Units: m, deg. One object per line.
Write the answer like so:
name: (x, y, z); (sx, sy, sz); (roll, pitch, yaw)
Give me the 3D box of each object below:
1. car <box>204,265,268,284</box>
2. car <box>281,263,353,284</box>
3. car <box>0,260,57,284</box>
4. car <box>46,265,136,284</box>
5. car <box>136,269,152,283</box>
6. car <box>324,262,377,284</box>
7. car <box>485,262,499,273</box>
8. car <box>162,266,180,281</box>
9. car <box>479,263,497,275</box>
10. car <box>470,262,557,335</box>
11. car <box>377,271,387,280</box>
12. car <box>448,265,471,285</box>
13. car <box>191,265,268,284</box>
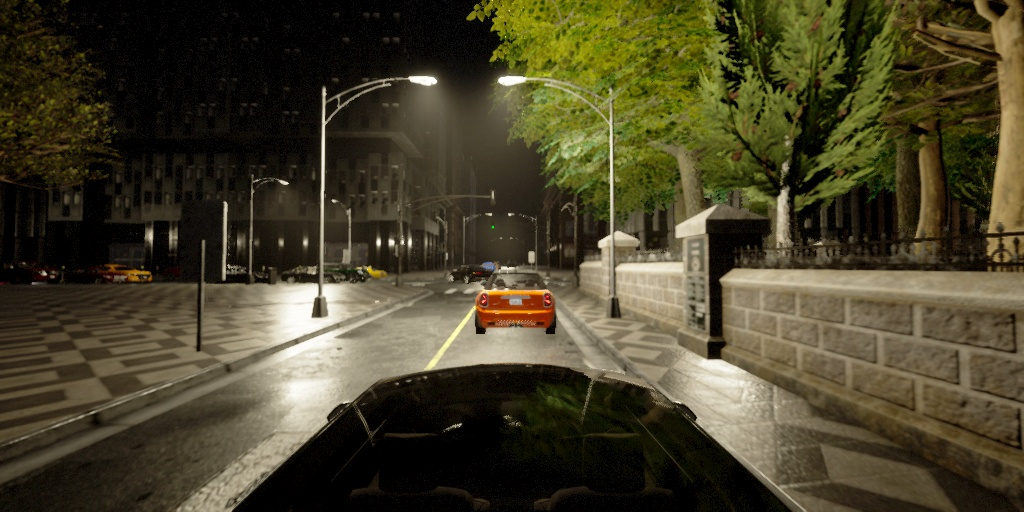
car: (-20.164, 1.471, 26.595); (4.313, 1.339, 1.948); (0, 0, 0)
car: (-14.651, 1.448, 26.568); (4.403, 1.370, 2.007); (0, 0, 0)
car: (-36.703, 1.242, 26.677); (5.009, 1.841, 2.192); (0, 0, 0)
car: (-31.190, 1.502, 26.650); (4.207, 1.307, 1.802); (0, 0, 0)
car: (-32.485, 1.477, 29.348); (5.008, 1.535, 1.882); (0, -2, 0)
car: (-13.896, 1.326, 29.250); (4.553, 1.767, 2.097); (0, -2, 0)
car: (-3.107, 1.744, 56.276); (1.882, 1.535, 5.008); (0, -1, 0)
car: (-31.155, 1.481, 35.171); (5.009, 1.841, 2.192); (0, 0, 0)
car: (-3.115, 1.646, 46.829); (1.882, 1.535, 5.008); (0, -1, 1)
car: (0.093, 1.178, 10.970); (2.097, 1.767, 4.553); (0, -1, 0)
car: (-14.788, 1.670, 35.090); (4.829, 1.417, 1.751); (0, 0, 0)
car: (-3.553, 1.501, 29.403); (1.837, 1.490, 4.892); (2, -1, -33)
car: (-22.980, 1.491, 29.293); (4.892, 1.490, 1.837); (0, -2, 0)
